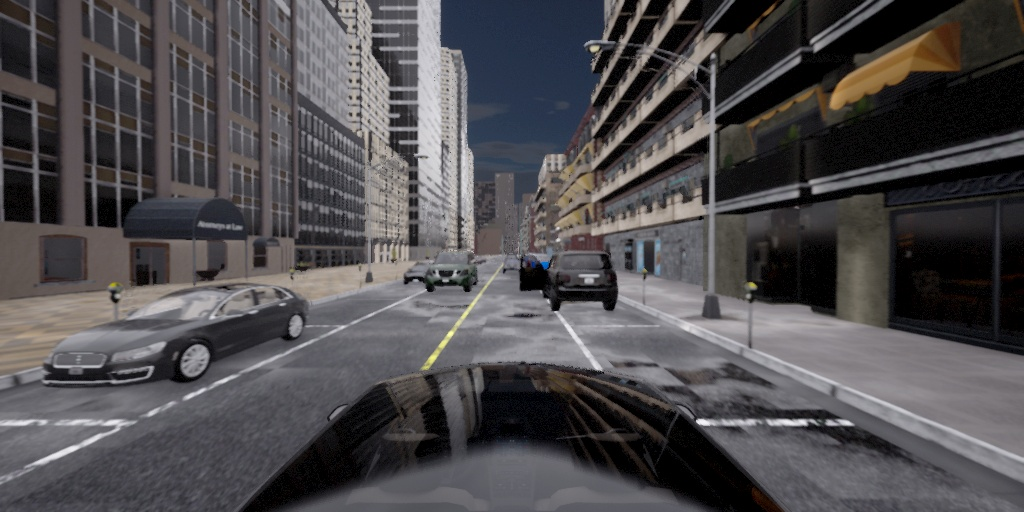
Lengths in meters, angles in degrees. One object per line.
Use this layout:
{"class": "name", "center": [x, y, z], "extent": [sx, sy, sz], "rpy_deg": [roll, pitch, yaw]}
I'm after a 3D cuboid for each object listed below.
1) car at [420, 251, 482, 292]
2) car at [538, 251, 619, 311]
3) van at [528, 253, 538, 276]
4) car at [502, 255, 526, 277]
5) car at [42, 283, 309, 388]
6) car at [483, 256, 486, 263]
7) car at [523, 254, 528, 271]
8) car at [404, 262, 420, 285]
{"class": "car", "center": [-3.106, 0.759, 19.520], "extent": [2.150, 2.045, 5.566], "rpy_deg": [0, 1, 0]}
{"class": "car", "center": [2.390, 0.827, 13.788], "extent": [2.150, 2.045, 5.566], "rpy_deg": [0, 1, 0]}
{"class": "van", "center": [2.680, 0.707, 34.484], "extent": [1.690, 1.789, 3.998], "rpy_deg": [0, 0, 0]}
{"class": "car", "center": [0.028, 0.905, 35.262], "extent": [2.033, 1.411, 5.357], "rpy_deg": [0, 1, 1]}
{"class": "car", "center": [-5.694, 1.239, 6.870], "extent": [2.007, 1.370, 4.403], "rpy_deg": [0, 0, 0]}
{"class": "car", "center": [-5.707, 0.563, 56.572], "extent": [1.967, 1.591, 4.097], "rpy_deg": [0, 0, 0]}
{"class": "car", "center": [2.677, 0.789, 45.528], "extent": [1.888, 1.381, 4.507], "rpy_deg": [0, 0, 0]}
{"class": "car", "center": [-5.698, 1.058, 23.437], "extent": [1.948, 1.339, 4.313], "rpy_deg": [0, 0, 0]}
